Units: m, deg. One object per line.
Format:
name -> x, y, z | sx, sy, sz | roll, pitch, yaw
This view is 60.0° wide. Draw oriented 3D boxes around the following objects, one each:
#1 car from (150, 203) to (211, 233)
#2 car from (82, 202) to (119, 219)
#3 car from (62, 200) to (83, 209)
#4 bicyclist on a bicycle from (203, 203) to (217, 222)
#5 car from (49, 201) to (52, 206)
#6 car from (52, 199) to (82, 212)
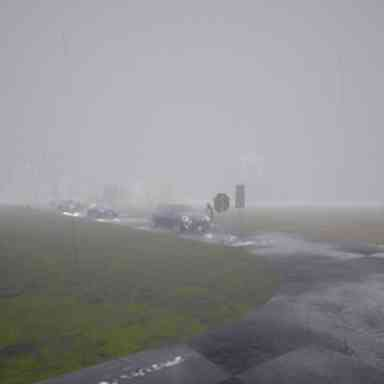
car -> -0.813, 1.547, 21.138 | 2.097, 1.767, 4.553 | 1, -1, -35
car -> -8.854, 1.762, 32.599 | 1.812, 1.442, 4.674 | 1, -1, -35
car -> -18.457, 1.941, 51.390 | 1.895, 1.301, 4.718 | 1, -1, -35
bicyclist on a bicycle -> 1.469, 1.738, 28.277 | 1.656, 1.620, 0.582 | 1, -1, -35
car -> -24.137, 1.931, 59.481 | 2.033, 1.411, 5.357 | 1, -1, -35
car -> -16.181, 1.767, 43.086 | 2.128, 1.511, 4.902 | 1, -1, -35
